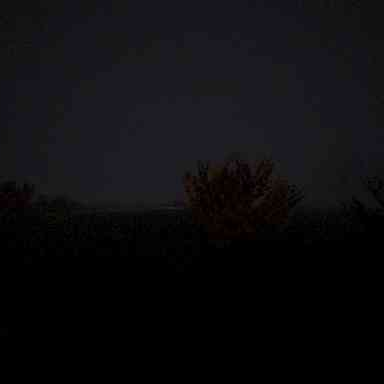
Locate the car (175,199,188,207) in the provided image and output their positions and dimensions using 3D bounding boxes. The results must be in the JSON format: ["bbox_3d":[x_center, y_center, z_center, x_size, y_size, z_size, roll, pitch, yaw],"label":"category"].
[{"bbox_3d":[-0.570,2.064,61.015,1.812,1.442,4.674,-1,-1,36],"label":"car"}]

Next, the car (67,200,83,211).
[{"bbox_3d":[-17.064,1.825,44.438,1.882,1.535,5.008,-1,-1,36],"label":"car"}]

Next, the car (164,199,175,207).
[{"bbox_3d":[-3.331,2.127,63.298,1.812,1.442,4.674,-1,-1,36],"label":"car"}]
